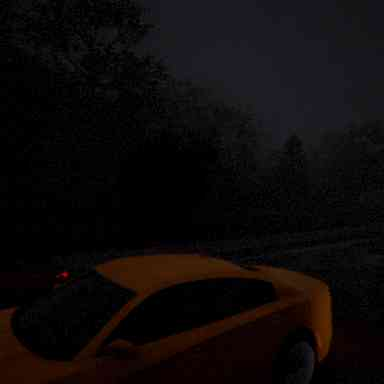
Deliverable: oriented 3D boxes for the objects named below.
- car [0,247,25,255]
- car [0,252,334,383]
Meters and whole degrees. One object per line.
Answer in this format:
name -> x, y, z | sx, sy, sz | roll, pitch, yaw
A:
car -> -4.182, 1.558, 5.301 | 4.181, 1.385, 1.994 | 1, -1, -36
car -> -0.515, 1.497, 3.611 | 5.008, 1.535, 1.882 | 1, 0, -35
